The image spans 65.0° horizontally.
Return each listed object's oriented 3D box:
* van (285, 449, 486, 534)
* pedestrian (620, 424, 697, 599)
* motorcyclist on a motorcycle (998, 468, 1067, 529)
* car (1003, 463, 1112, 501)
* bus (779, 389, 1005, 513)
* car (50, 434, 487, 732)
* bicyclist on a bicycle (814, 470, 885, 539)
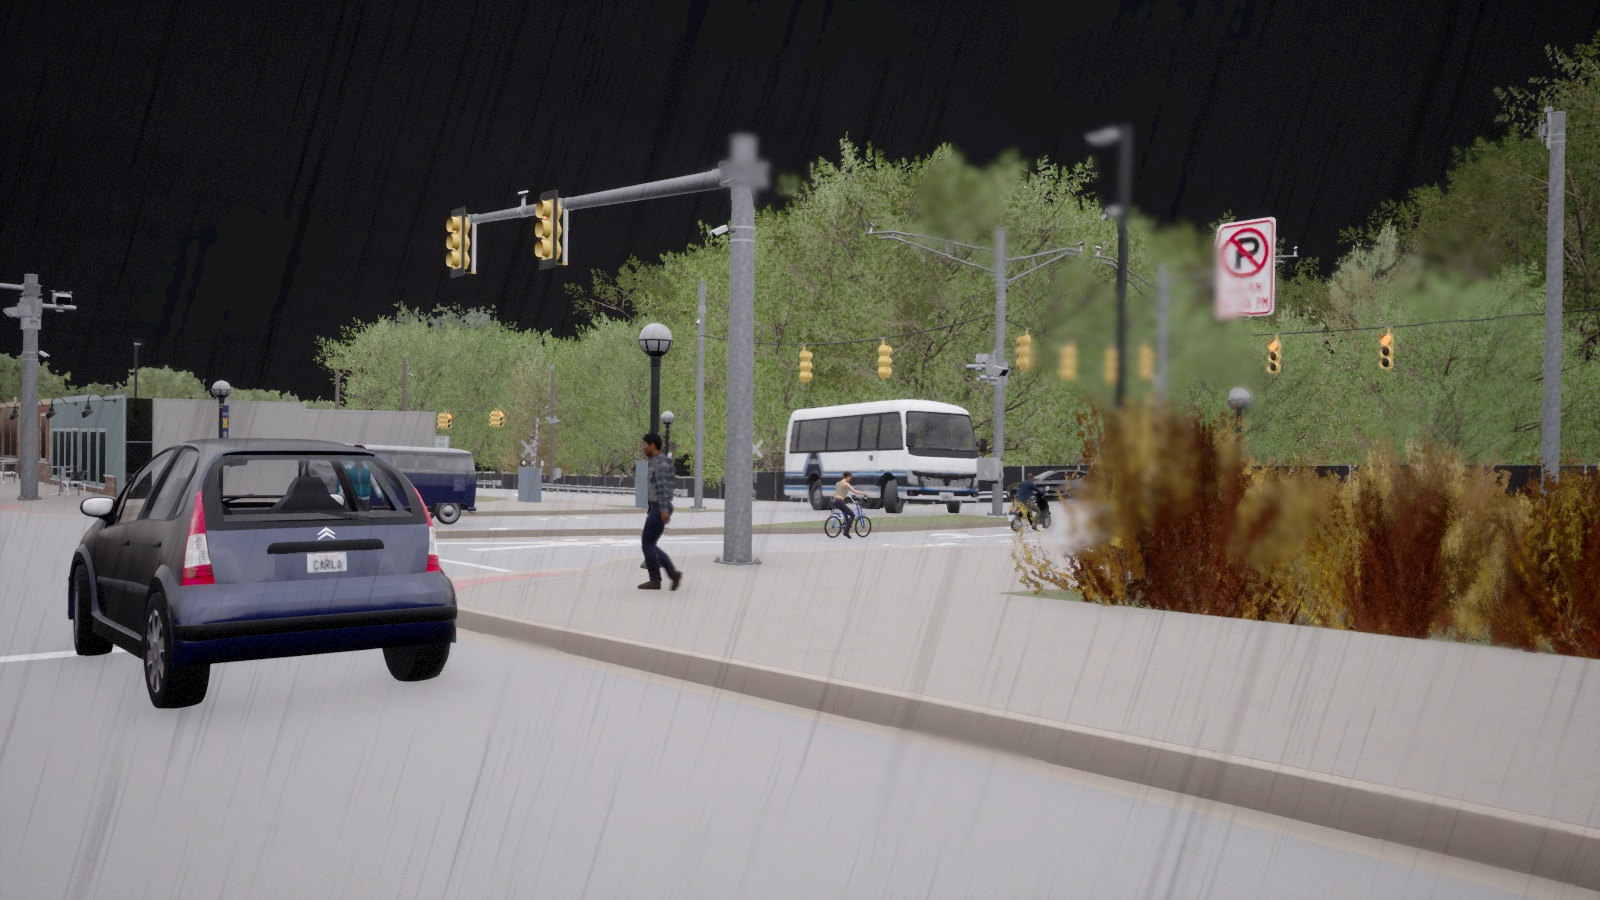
[{"bbox_3d":[-10.428,1.056,31.788,4.442,1.987,1.775,2,-2,-41],"label":"van"},{"bbox_3d":[-1.599,0.688,14.232,0.788,1.949,0.423,0,1,6],"label":"pedestrian"},{"bbox_3d":[6.380,1.320,34.445,1.817,1.590,0.866,-1,0,-39],"label":"motorcyclist on a motorcycle"},{"bbox_3d":[11.079,1.371,54.205,4.193,1.474,1.816,-1,0,-7],"label":"car"},{"bbox_3d":[3.228,0.221,48.674,3.944,4.253,10.273,2,-2,-27],"label":"bus"},{"bbox_3d":[-3.969,0.761,8.959,1.851,1.617,3.988,-1,-1,-38],"label":"car"},{"bbox_3d":[1.195,1.293,30.288,1.509,1.612,0.866,1,-1,-39],"label":"bicyclist on a bicycle"}]
